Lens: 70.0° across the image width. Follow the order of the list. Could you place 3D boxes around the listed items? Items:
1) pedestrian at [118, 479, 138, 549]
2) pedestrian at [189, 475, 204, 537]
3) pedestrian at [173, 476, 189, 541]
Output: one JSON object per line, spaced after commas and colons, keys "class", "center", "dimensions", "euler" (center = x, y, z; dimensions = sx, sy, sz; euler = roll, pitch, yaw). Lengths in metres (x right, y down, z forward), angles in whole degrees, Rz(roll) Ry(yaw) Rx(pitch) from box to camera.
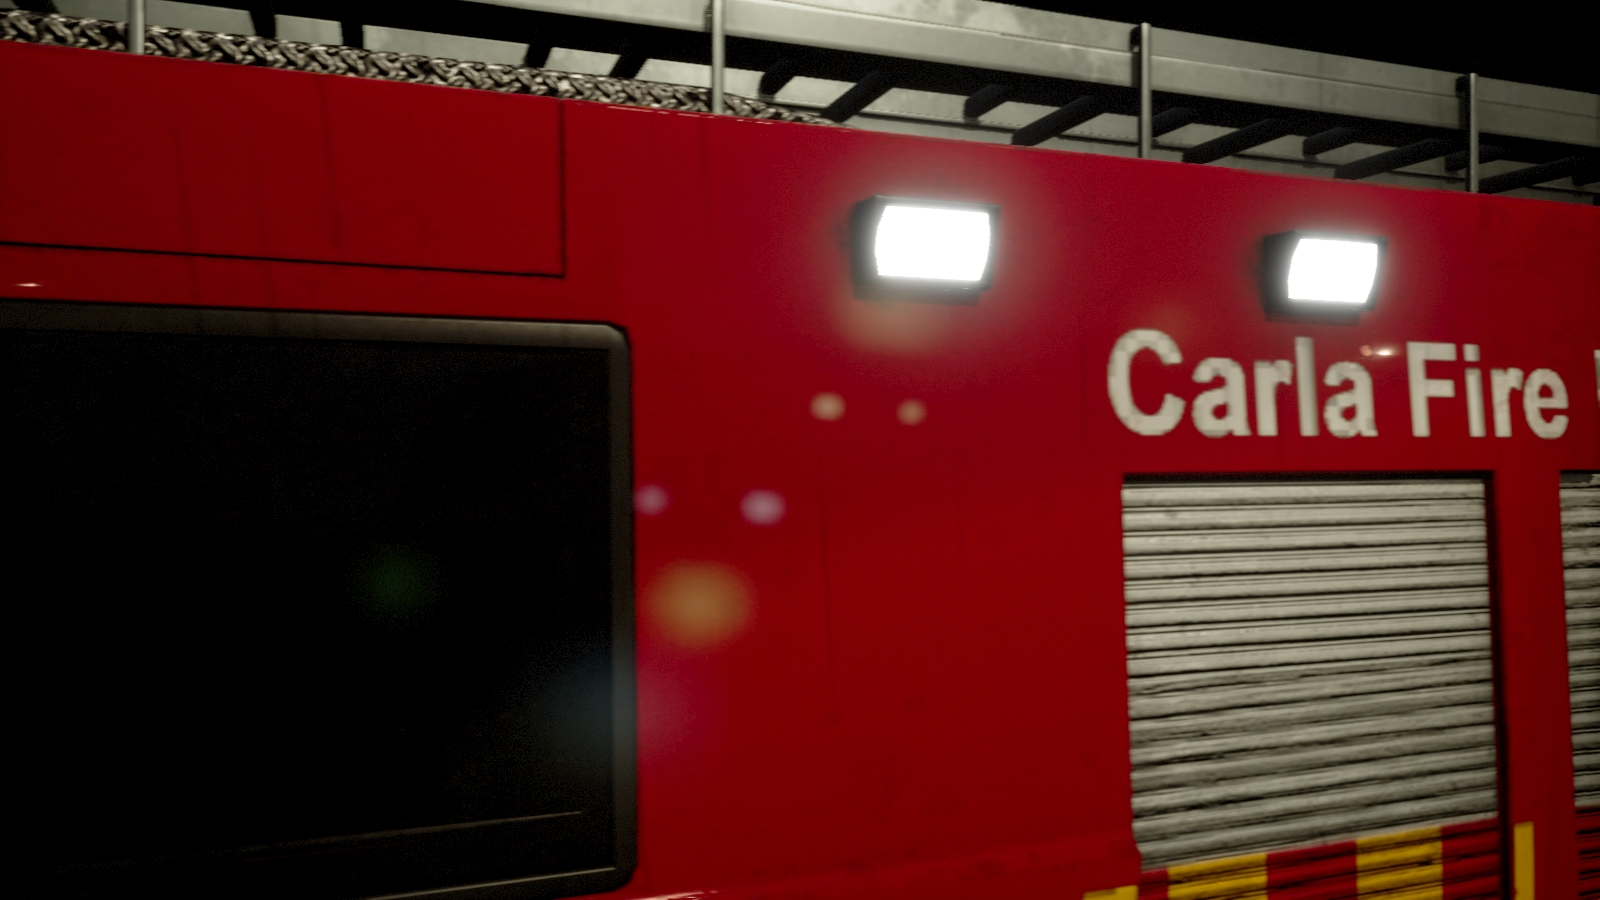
{"class": "pedestrian", "center": [-18.039, 1.701, 30.661], "dimensions": [0.375, 1.860, 0.375], "euler": [0, 0, -16]}
{"class": "pedestrian", "center": [-18.363, 1.703, 34.773], "dimensions": [0.375, 1.860, 0.375], "euler": [0, 0, -31]}
{"class": "pedestrian", "center": [-18.108, 1.702, 33.403], "dimensions": [0.375, 1.860, 0.375], "euler": [0, 0, -33]}
